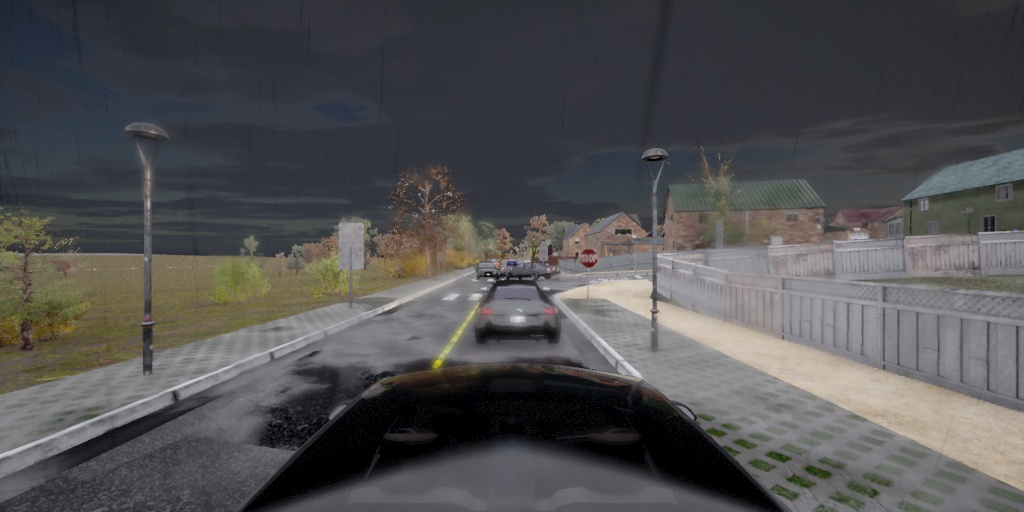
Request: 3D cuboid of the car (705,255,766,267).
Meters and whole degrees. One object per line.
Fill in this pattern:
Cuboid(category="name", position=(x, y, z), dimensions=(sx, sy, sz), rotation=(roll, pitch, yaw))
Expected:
Cuboid(category="car", position=(14.384, 0.413, 23.000), dimensions=(4.181, 1.385, 1.994), rotation=(-3, 0, 16))

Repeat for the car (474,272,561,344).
Cuboid(category="car", position=(0.101, 1.313, 9.606), dimensions=(1.994, 1.385, 4.181), rotation=(0, 0, -1))

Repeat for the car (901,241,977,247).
Cuboid(category="car", position=(23.885, -0.208, 20.579), dimensions=(4.902, 1.511, 2.128), rotation=(-3, 0, 14))

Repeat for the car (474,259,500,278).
Cuboid(category="car", position=(-2.256, 1.258, 31.532), dimensions=(1.837, 1.490, 4.892), rotation=(0, 0, -8))

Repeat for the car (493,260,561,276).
Cuboid(category="car", position=(1.332, 1.198, 28.621), dimensions=(5.357, 1.411, 2.033), rotation=(-4, -3, 43))

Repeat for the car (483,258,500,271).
Cuboid(category="car", position=(-2.855, 1.121, 51.350), dimensions=(2.097, 1.767, 4.553), rotation=(0, 0, 1))
